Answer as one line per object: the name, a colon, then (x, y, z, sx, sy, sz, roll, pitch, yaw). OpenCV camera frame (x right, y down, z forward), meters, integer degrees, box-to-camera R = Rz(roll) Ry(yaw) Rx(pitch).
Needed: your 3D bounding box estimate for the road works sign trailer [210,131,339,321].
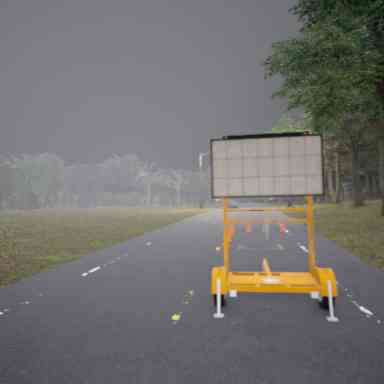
road works sign trailer: (1.659, 0.514, 7.410, 2.380, 3.560, 2.880, -2, -1, 9)

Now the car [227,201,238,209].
car: (6.696, 2.196, 55.929, 1.994, 1.385, 4.181, -2, -1, 10)
